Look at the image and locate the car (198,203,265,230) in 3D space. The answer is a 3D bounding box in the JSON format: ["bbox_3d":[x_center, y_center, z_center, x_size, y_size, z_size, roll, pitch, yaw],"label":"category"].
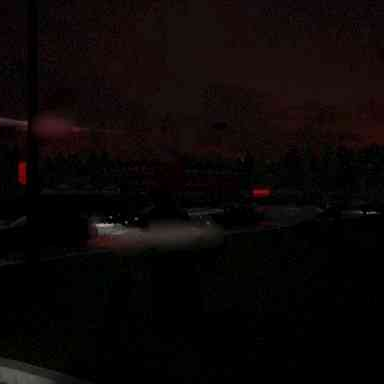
[{"bbox_3d":[2.601,1.602,21.206,4.718,1.301,1.895,0,0,-44],"label":"car"}]

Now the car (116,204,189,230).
[{"bbox_3d":[-2.229,1.529,21.411,4.674,1.442,1.812,0,0,-44],"label":"car"}]

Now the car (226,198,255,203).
[{"bbox_3d":[5.622,1.602,38.605,4.718,1.301,1.895,0,0,-43],"label":"car"}]

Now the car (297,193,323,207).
[{"bbox_3d":[18.114,1.132,50.313,5.566,2.045,2.150,0,0,-43],"label":"car"}]

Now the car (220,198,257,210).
[{"bbox_3d":[6.231,1.549,44.004,5.357,1.411,2.033,0,0,-43],"label":"car"}]

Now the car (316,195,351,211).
[{"bbox_3d":[17.460,1.490,40.145,4.902,1.511,2.128,0,0,-43],"label":"car"}]

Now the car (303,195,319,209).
[{"bbox_3d":[17.728,1.545,45.179,5.357,1.411,2.033,0,0,-43],"label":"car"}]

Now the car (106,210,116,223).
[{"bbox_3d":[-4.176,1.568,24.410,4.181,1.385,1.994,0,0,-44],"label":"car"}]

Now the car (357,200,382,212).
[{"bbox_3d":[20.698,1.560,38.379,4.181,1.385,1.994,0,0,-43],"label":"car"}]

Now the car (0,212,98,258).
[{"bbox_3d":[-6.006,1.530,12.962,4.674,1.442,1.812,0,0,-44],"label":"car"}]
